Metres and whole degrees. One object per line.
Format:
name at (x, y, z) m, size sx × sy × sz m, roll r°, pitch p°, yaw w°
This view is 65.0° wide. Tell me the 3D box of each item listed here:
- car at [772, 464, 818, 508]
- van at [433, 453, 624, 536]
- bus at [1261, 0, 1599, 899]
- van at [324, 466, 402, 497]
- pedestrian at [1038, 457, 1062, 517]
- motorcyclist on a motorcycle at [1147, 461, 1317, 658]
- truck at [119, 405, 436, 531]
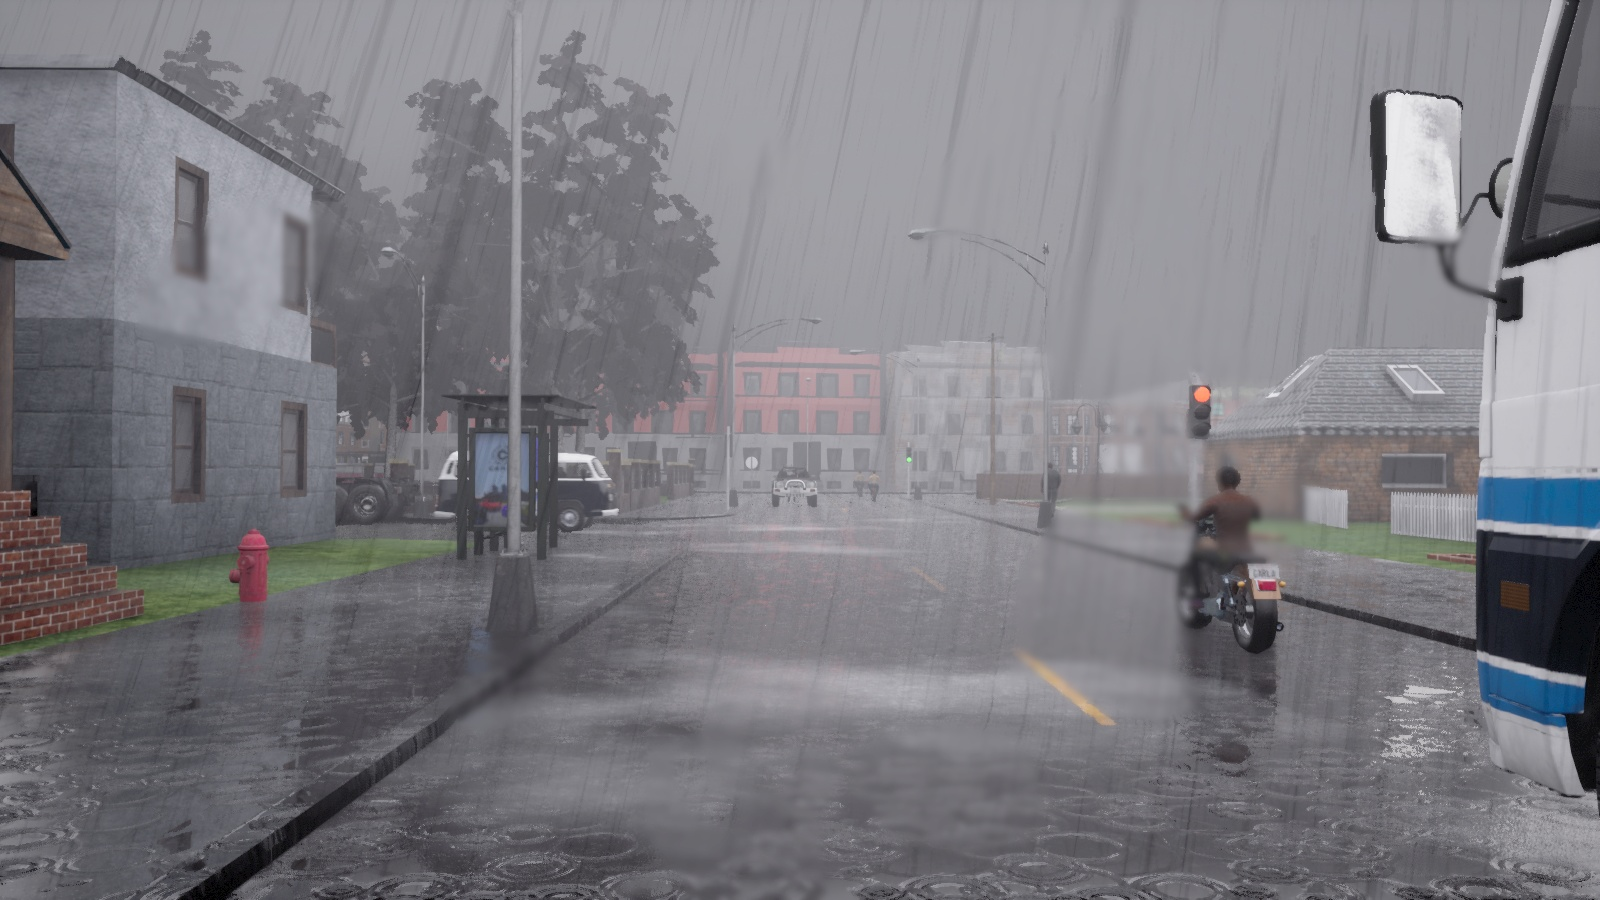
car at (-0.262, 1.567, 55.802) m, size 1.932 × 1.855 × 4.605 m, roll 0°, pitch -1°, yaw -2°
van at (-6.853, 1.103, 32.102) m, size 4.480 × 2.038 × 2.069 m, roll 0°, pitch -1°, yaw -2°
bus at (3.998, -0.572, 0.333) m, size 3.944 × 4.253 × 10.273 m, roll 0°, pitch -1°, yaw 0°
van at (-28.225, 2.041, 81.259) m, size 4.442 × 1.987 × 1.775 m, roll 0°, pitch -1°, yaw 0°
pedestrian at (7.916, 1.158, 39.819) m, size 0.563 × 1.883 × 0.849 m, roll 0°, pitch -1°, yaw -1°
motorcyclist on a motorcycle at (3.954, 0.946, 11.733) m, size 0.766 × 1.649 × 2.350 m, roll 0°, pitch -1°, yaw 0°
truck at (-14.878, 0.500, 36.276) m, size 7.936 × 3.462 × 2.891 m, roll 0°, pitch -1°, yaw -4°
